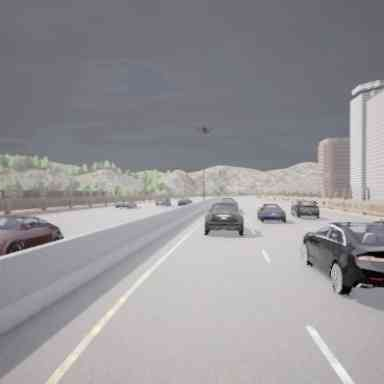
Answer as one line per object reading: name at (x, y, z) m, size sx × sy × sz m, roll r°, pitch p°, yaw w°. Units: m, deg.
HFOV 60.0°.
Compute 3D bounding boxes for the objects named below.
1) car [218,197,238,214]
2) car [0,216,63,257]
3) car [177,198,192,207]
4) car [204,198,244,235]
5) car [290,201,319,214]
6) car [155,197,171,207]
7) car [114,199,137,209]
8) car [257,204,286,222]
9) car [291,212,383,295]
car at (4.047, 1.428, 37.148) m, size 2.097 × 1.767 × 4.553 m, roll 0°, pitch 0°, yaw 7°
car at (-6.277, 1.544, 11.591) m, size 1.994 × 1.385 × 4.181 m, roll 0°, pitch 0°, yaw 6°
car at (-1.116, 1.663, 53.921) m, size 2.033 × 1.411 × 5.357 m, roll 0°, pitch 0°, yaw 8°
car at (1.893, 1.376, 19.307) m, size 2.097 × 1.767 × 4.553 m, roll 0°, pitch 0°, yaw 7°
car at (10.294, 1.575, 30.540) m, size 2.128 × 1.511 × 4.902 m, roll 0°, pitch 0°, yaw 7°
car at (-4.639, 1.592, 53.921) m, size 2.128 × 1.511 × 4.902 m, roll 0°, pitch 0°, yaw 7°
car at (-9.132, 1.650, 46.184) m, size 1.895 × 1.301 × 4.718 m, roll 0°, pitch 0°, yaw 7°
car at (6.299, 1.622, 26.667) m, size 1.994 × 1.385 × 4.181 m, roll 0°, pitch 0°, yaw 7°
car at (4.217, 1.511, 8.639) m, size 2.128 × 1.511 × 4.902 m, roll 0°, pitch 0°, yaw 5°
